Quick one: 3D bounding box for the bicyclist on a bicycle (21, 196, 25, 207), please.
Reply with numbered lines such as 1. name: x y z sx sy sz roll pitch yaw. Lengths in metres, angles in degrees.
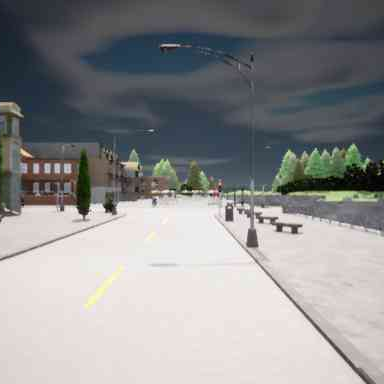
1. bicyclist on a bicycle: -24.191 1.324 47.213 0.582 1.620 1.656 0 0 0
